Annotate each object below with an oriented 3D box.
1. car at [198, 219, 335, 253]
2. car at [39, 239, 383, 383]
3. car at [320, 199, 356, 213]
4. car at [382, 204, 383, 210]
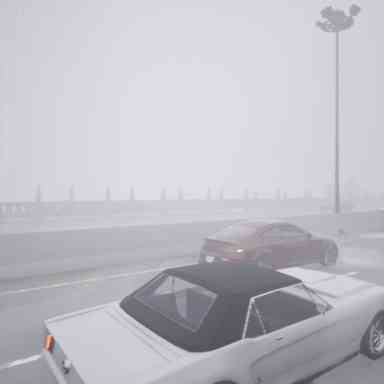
[{"bbox_3d":[2.331,1.526,9.711,4.674,1.442,1.812,0,0,-36],"label":"car"},{"bbox_3d":[0.753,1.601,4.285,4.718,1.301,1.895,0,0,-36],"label":"car"},{"bbox_3d":[16.344,1.512,37.147,5.008,1.535,1.882,0,0,-35],"label":"car"},{"bbox_3d":[23.842,1.402,38.189,4.553,1.767,2.097,0,0,-35],"label":"car"}]
